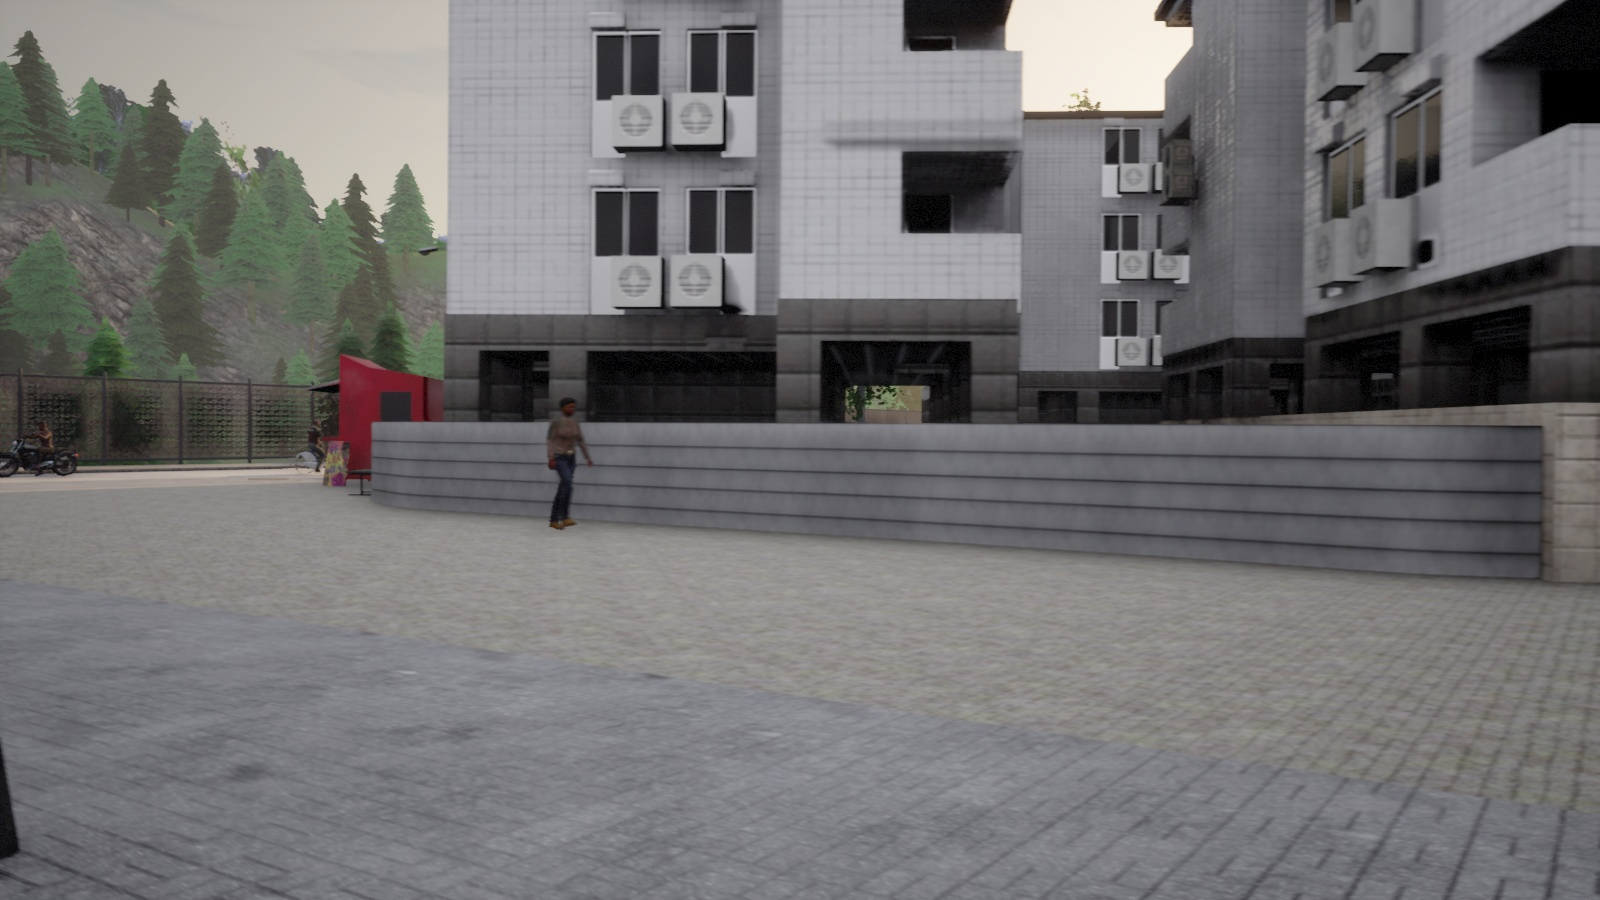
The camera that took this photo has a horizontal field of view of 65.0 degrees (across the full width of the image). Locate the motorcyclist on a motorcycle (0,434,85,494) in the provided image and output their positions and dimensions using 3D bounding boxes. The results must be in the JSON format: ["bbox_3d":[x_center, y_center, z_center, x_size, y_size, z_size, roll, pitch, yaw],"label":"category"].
[{"bbox_3d":[-22.116,0.386,36.328,0.766,1.649,2.350,0,1,34],"label":"motorcyclist on a motorcycle"}]

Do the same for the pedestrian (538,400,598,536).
[{"bbox_3d":[-3.170,0.236,17.157,0.869,1.805,0.328,0,1,42],"label":"pedestrian"}]

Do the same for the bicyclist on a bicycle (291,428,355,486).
[{"bbox_3d":[-15.067,0.196,39.714,0.659,1.776,1.843,0,1,34],"label":"bicyclist on a bicycle"}]
